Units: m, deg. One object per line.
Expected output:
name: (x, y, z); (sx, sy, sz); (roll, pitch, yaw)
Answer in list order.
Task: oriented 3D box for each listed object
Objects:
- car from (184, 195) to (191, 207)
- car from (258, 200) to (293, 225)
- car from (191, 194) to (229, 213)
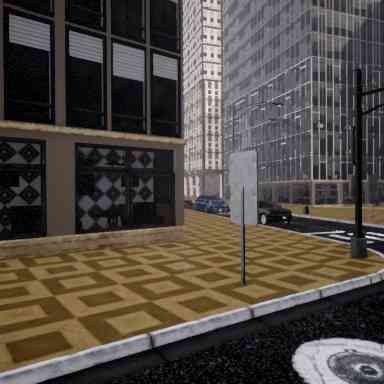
car: (-1.318, 1.094, 41.344); (1.994, 1.385, 4.181); (-1, 1, -18)
car: (4.884, 1.278, 22.851); (1.882, 1.535, 5.008); (-1, 1, -19)
car: (1.835, 1.020, 31.924); (2.097, 1.767, 4.553); (-1, 1, -19)
